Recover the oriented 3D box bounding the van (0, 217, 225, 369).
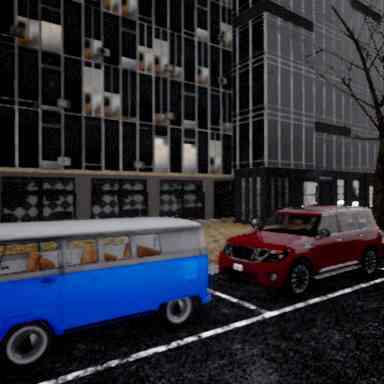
[{"bbox_3d":[-1.579,1.345,5.440,3.998,1.788,1.690,0,0,-35],"label":"van"}]

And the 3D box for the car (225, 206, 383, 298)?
[{"bbox_3d":[3.060,1.331,8.748,5.009,1.841,2.192,0,0,-35],"label":"car"}]
